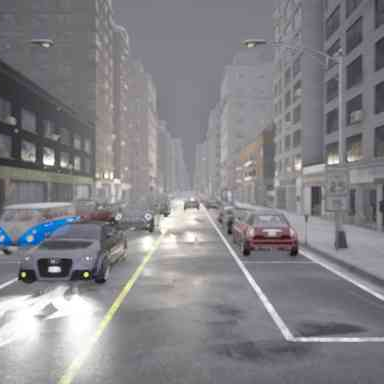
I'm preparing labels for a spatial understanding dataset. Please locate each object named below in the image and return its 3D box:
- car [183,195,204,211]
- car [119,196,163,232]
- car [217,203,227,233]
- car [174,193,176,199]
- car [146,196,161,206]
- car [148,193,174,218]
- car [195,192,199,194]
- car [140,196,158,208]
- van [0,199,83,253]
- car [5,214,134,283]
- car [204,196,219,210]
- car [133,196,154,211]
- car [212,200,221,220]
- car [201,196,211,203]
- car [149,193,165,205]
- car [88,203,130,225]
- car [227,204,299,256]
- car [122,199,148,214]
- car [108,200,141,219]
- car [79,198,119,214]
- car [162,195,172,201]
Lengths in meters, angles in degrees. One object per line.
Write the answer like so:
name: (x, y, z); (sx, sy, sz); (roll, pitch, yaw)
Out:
car: (-0.024, 1.398, 39.331); (2.128, 1.511, 4.902); (0, 0, 0)
car: (-3.101, 1.312, 19.521); (2.097, 1.767, 4.553); (0, 0, 0)
car: (2.657, 1.521, 18.512); (1.947, 1.339, 4.313); (0, 0, 0)
car: (-5.911, 1.364, 84.784); (1.947, 1.339, 4.313); (0, 0, 0)
car: (-5.890, 1.409, 51.471); (1.752, 1.417, 4.829); (0, 0, 0)
car: (-3.098, 1.155, 29.902); (2.150, 2.045, 5.566); (0, 0, 0)
car: (2.611, 1.212, 90.338); (1.967, 1.590, 4.097); (0, 0, 0)
car: (-5.887, 1.337, 46.117); (1.967, 1.590, 4.097); (0, 0, 0)
van: (-5.866, 1.321, 12.976); (1.690, 1.788, 3.998); (0, 0, 0)
car: (-3.097, 1.549, 9.487); (1.994, 1.385, 4.181); (0, 0, 0)
car: (2.642, 1.466, 40.612); (1.947, 1.339, 4.313); (0, 0, 0)
car: (-5.883, 1.351, 40.594); (1.967, 1.590, 4.097); (0, 0, 0)
car: (2.653, 1.523, 24.037); (1.802, 1.307, 4.206); (0, 0, 0)
car: (2.629, 1.426, 62.712); (1.802, 1.307, 4.206); (0, 0, 0)
car: (-5.895, 1.184, 57.165); (2.192, 1.841, 5.009); (0, 0, 0)
car: (-5.873, 1.518, 24.024); (1.947, 1.339, 4.313); (0, 0, 0)
car: (2.660, 1.409, 12.987); (1.967, 1.590, 4.097); (0, 0, 0)
car: (-5.880, 1.475, 35.071); (2.008, 1.369, 4.403); (0, 0, 0)
car: (-5.876, 1.489, 29.547); (2.008, 1.369, 4.403); (0, 0, 0)
car: (-5.870, 1.281, 18.499); (2.192, 1.841, 5.009); (0, 0, 0)
car: (-5.908, 1.363, 79.259); (2.008, 1.369, 4.403); (0, 0, 0)
